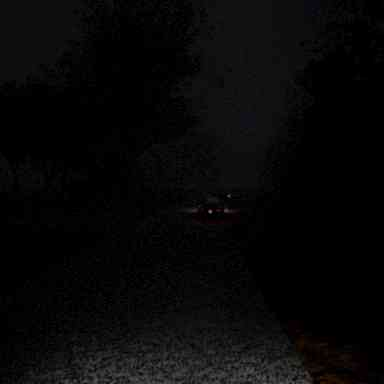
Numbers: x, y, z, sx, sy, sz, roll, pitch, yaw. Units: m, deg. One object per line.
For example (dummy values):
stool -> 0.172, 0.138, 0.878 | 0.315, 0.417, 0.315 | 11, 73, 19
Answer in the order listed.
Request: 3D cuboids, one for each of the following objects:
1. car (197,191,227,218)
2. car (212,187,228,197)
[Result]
car -> 1.367, 0.955, 23.377 | 1.812, 1.442, 4.674 | 0, 3, 5
car -> 3.378, 0.053, 41.108 | 1.994, 1.385, 4.181 | 0, 3, 7
